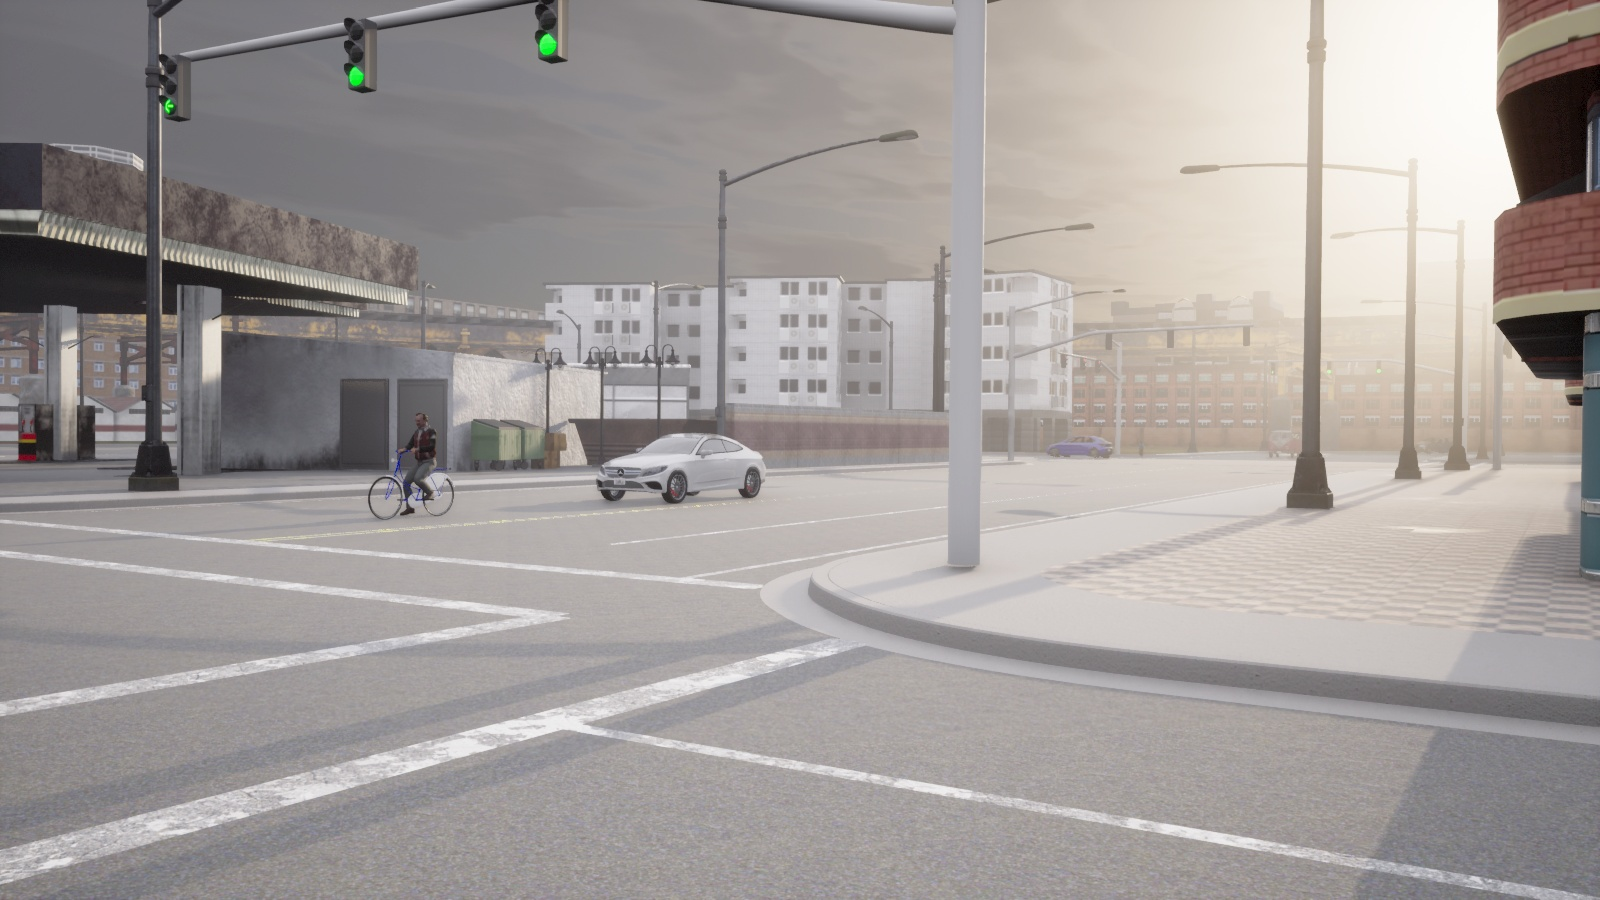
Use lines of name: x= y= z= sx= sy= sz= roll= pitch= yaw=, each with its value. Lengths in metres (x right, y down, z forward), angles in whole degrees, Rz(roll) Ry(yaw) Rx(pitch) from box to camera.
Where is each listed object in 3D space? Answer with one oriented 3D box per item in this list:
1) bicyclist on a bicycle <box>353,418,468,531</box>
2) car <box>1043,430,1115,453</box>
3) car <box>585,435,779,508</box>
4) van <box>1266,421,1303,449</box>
bicyclist on a bicycle: x=-6.427 y=0.376 z=20.823 sx=0.659 sy=1.776 sz=1.843 roll=0 pitch=1 yaw=31
car: x=18.010 y=-0.530 z=81.192 sx=4.193 sy=1.474 sz=1.816 roll=0 pitch=1 yaw=37
car: x=-2.468 y=0.404 z=27.508 sx=1.812 sy=1.442 sz=4.674 roll=0 pitch=1 yaw=31
van: x=35.150 y=-1.077 z=91.048 sx=1.775 sy=1.987 sz=4.442 roll=0 pitch=1 yaw=31
